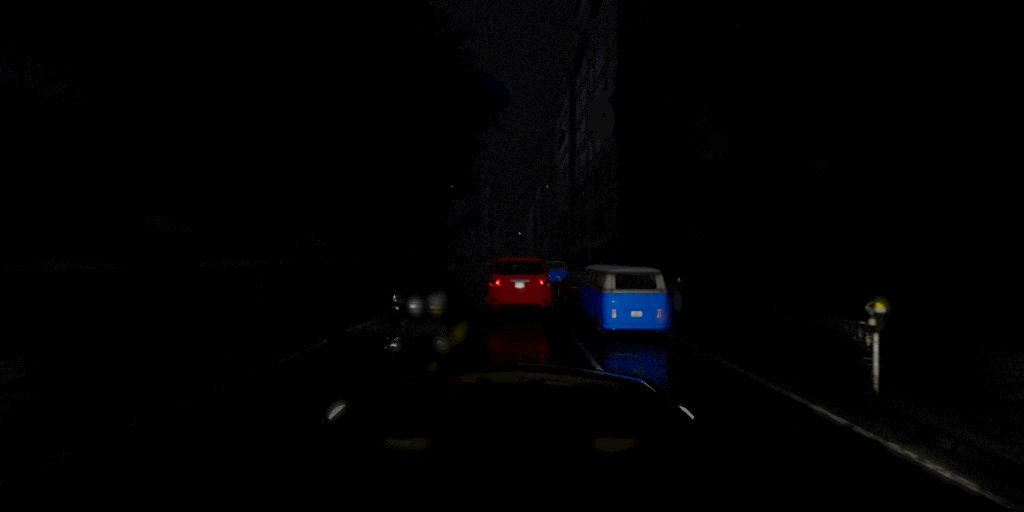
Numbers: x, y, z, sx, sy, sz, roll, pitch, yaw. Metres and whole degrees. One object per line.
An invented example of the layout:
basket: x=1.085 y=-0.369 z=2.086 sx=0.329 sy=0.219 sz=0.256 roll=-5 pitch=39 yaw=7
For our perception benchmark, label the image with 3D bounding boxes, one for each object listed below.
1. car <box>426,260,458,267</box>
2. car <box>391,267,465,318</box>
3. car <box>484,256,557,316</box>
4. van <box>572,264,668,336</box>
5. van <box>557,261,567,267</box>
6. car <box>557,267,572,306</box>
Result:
car: x=-5.284 y=1.198 z=27.384 sx=2.192 sy=1.841 sz=5.009 roll=0 pitch=0 yaw=1
car: x=-2.936 y=1.318 z=13.399 sx=1.837 sy=1.490 sz=4.892 roll=0 pitch=0 yaw=1
car: x=0.279 y=1.037 z=13.835 sx=2.150 sy=2.045 sz=5.566 roll=0 pitch=-1 yaw=1
van: x=2.971 y=1.141 z=10.309 sx=1.690 sy=1.789 sz=3.998 roll=0 pitch=0 yaw=1
van: x=3.240 y=1.230 z=27.289 sx=1.690 sy=1.789 sz=3.998 roll=0 pitch=0 yaw=1
car: x=3.061 y=1.376 z=15.969 sx=1.888 sy=1.381 sz=4.507 roll=0 pitch=0 yaw=1
